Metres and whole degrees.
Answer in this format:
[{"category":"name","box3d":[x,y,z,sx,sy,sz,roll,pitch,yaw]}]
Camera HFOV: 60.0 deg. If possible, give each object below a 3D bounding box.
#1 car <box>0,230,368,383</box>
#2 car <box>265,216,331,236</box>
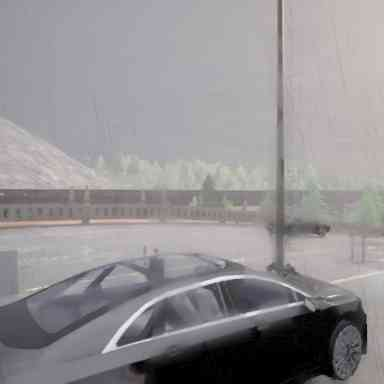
[{"category":"car","box3d":[0.133,1.497,3.841,4.902,1.511,2.128,0,0,-35]},{"category":"car","box3d":[6.977,2.241,21.851,4.718,1.301,1.895,5,-3,-35]}]
